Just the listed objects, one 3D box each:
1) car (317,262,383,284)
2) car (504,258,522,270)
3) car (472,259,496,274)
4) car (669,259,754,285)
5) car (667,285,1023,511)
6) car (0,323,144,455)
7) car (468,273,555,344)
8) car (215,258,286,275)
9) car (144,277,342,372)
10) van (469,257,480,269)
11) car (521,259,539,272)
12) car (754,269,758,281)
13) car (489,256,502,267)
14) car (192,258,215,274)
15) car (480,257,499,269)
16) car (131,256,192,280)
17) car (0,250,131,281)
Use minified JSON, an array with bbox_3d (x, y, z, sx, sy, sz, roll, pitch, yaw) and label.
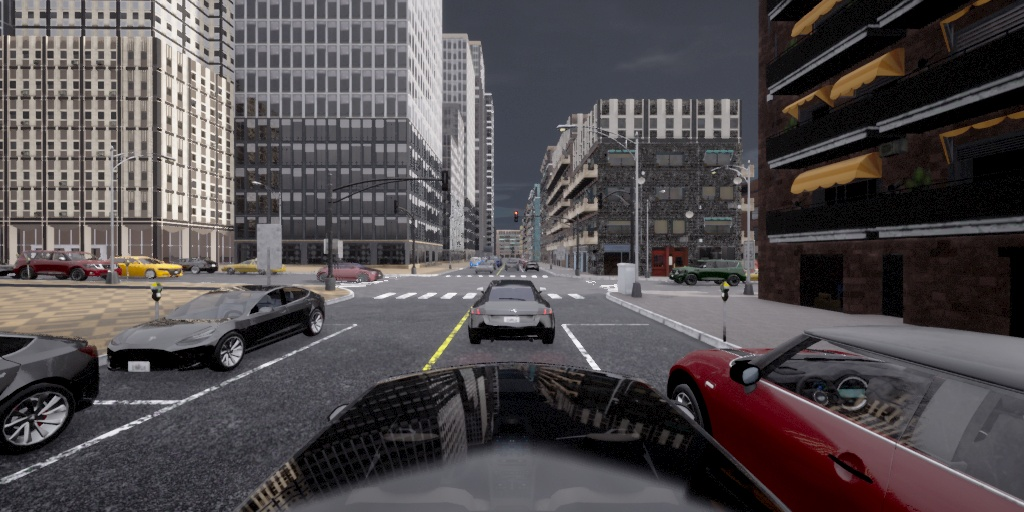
[{"bbox_3d":[-11.228,1.137,24.981,4.181,1.385,1.994,1,0,-1],"label":"car"},{"bbox_3d":[-0.011,1.246,50.930,2.128,1.511,4.902,0,0,0],"label":"car"},{"bbox_3d":[-3.186,1.354,41.898,1.895,1.301,4.718,0,0,0],"label":"car"},{"bbox_3d":[15.524,1.290,28.542,5.566,2.045,2.150,1,0,-1],"label":"car"},{"bbox_3d":[2.693,1.190,2.427,1.967,1.591,4.097,0,0,0],"label":"car"},{"bbox_3d":[-5.688,1.316,2.407,1.948,1.339,4.313,0,0,0],"label":"car"},{"bbox_3d":[-0.013,1.314,9.583,1.994,1.385,4.181,0,0,0],"label":"car"},{"bbox_3d":[-22.105,0.880,30.715,4.829,1.417,1.751,0,0,-1],"label":"car"},{"bbox_3d":[-5.700,1.315,7.653,1.948,1.339,4.313,0,0,0],"label":"car"},{"bbox_3d":[-5.810,1.097,57.264,1.690,1.789,3.998,0,0,0],"label":"van"},{"bbox_3d":[2.593,1.320,47.317,1.948,1.339,4.313,0,0,0],"label":"car"},{"bbox_3d":[21.303,1.698,31.215,4.829,1.417,1.751,0,0,-1],"label":"car"},{"bbox_3d":[-3.204,0.980,62.361,2.150,2.045,5.566,0,0,0],"label":"car"},{"bbox_3d":[-27.550,0.816,30.554,4.313,1.339,1.948,0,0,-1],"label":"car"},{"bbox_3d":[-3.204,1.260,51.888,1.837,1.490,4.892,0,0,0],"label":"car"},{"bbox_3d":[-25.721,0.778,24.785,5.008,1.535,1.882,2,0,-1],"label":"car"},{"bbox_3d":[-27.428,0.591,22.173,5.009,1.841,2.192,0,0,-1],"label":"car"}]
